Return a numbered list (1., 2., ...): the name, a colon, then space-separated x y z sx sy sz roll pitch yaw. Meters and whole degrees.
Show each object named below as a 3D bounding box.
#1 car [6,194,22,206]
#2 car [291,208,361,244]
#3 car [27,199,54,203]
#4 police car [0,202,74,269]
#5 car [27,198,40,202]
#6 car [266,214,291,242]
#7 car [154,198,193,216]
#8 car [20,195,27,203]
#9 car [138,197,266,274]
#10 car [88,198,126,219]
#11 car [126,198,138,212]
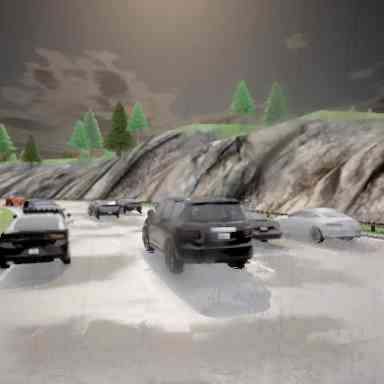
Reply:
1. car: -26.442 1.154 50.030 2.097 1.767 4.553 0 0 -39
2. car: 5.619 1.453 15.512 1.812 1.442 4.674 0 0 -20
3. car: -8.614 1.425 19.829 1.837 1.490 4.892 0 0 -24
4. police car: -5.137 1.379 11.358 1.930 1.638 5.238 0 0 -20
5. car: -11.027 1.378 24.840 1.882 1.535 5.008 0 0 -27
6. car: 1.951 1.478 15.473 2.033 1.411 5.357 0 0 -21
7. car: -1.905 1.365 32.265 1.837 1.490 4.892 0 0 -28
8. car: -19.256 1.401 40.653 1.994 1.385 4.181 0 0 -36
9. car: -0.090 1.174 10.784 2.150 2.045 5.566 0 0 -19
10. car: -7.394 1.376 27.681 2.128 1.511 4.902 0 0 -27
11. car: -6.530 1.363 33.448 1.837 1.490 4.892 0 0 -29
